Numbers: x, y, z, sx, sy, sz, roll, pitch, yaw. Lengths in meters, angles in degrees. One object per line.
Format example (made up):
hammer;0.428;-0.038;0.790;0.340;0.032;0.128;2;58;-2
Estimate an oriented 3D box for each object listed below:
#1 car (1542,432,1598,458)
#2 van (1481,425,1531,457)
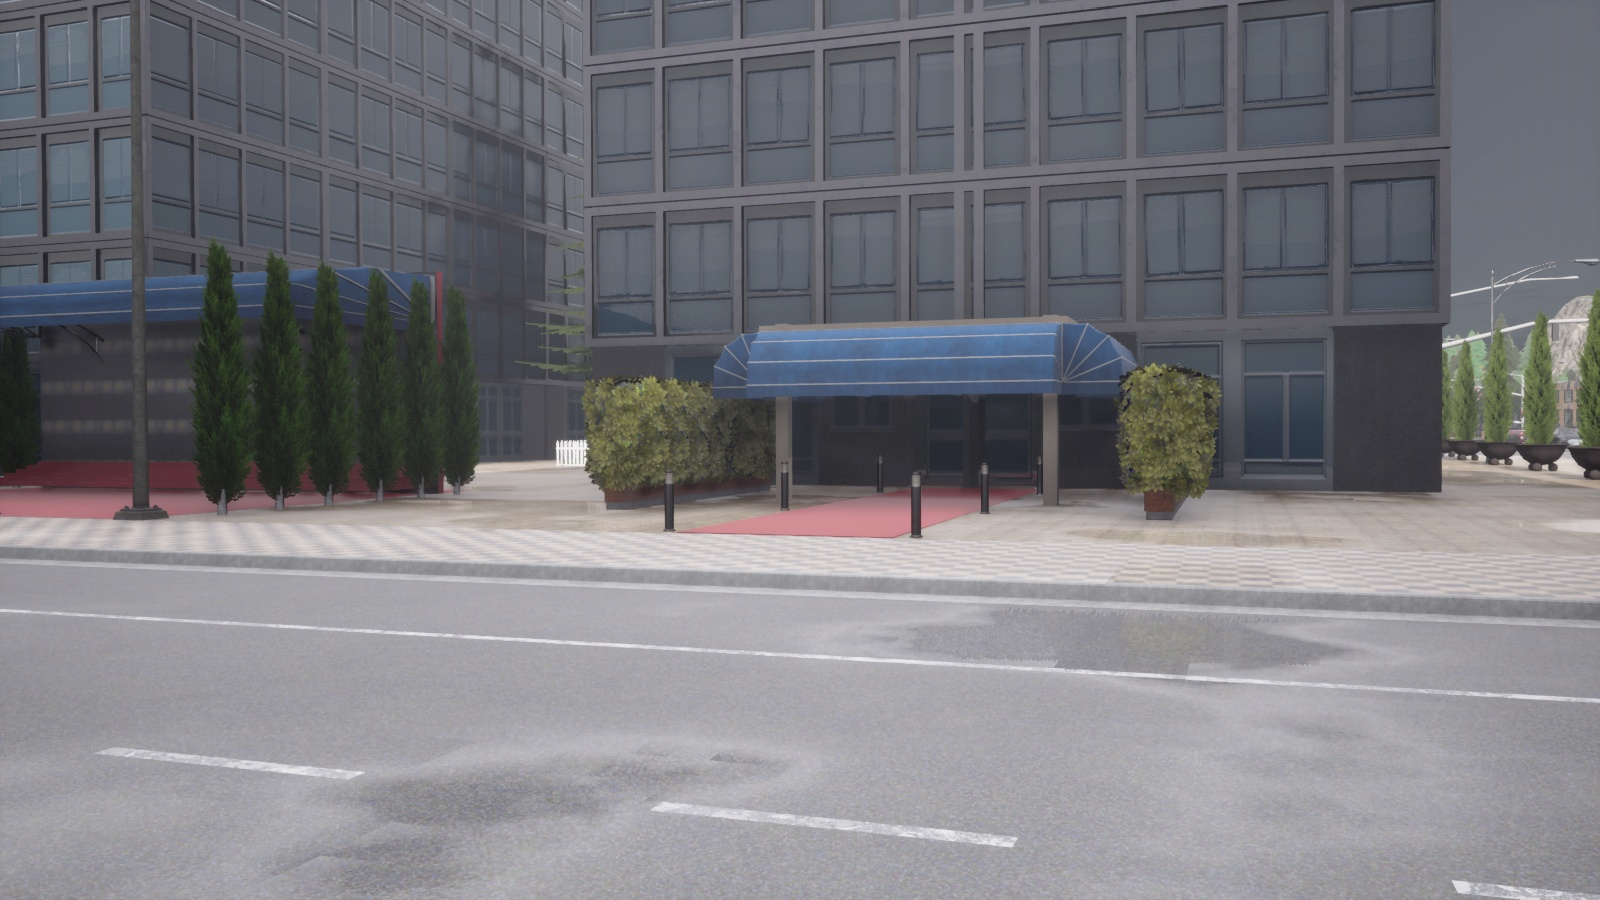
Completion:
car;49.299;-0.347;80.470;2.033;1.649;4.856;0;1;19
van;46.226;-0.591;82.305;2.069;2.038;4.480;1;1;19
